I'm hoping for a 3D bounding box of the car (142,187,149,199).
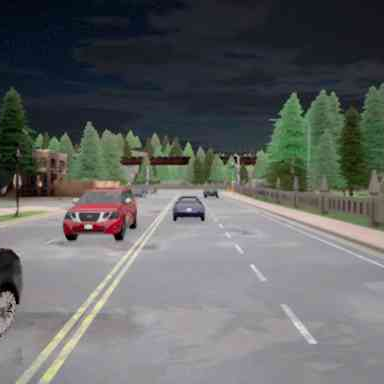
[{"bbox_3d":[-7.863,0.163,48.605,1.837,1.490,4.892,0,1,1],"label":"car"}]

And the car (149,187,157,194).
[{"bbox_3d":[-7.969,-0.291,64.823,2.128,1.511,4.902,0,2,0],"label":"car"}]

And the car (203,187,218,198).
[{"bbox_3d":[2.851,-0.069,51.346,2.097,1.767,4.553,0,2,-1],"label":"car"}]

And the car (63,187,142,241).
[{"bbox_3d":[-3.762,0.814,14.661,2.150,2.045,5.566,0,2,-1],"label":"car"}]

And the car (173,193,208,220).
[{"bbox_3d":[-0.204,0.966,21.546,1.994,1.385,4.181,0,2,-1],"label":"car"}]

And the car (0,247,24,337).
[{"bbox_3d":[-3.630,1.393,3.453,2.128,1.511,4.902,0,2,-1],"label":"car"}]
